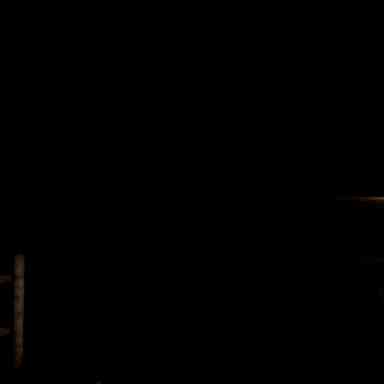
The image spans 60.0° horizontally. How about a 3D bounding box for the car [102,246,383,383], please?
[{"bbox_3d":[1.432,1.510,4.107,5.008,1.535,1.882,1,0,-35],"label":"car"}]
